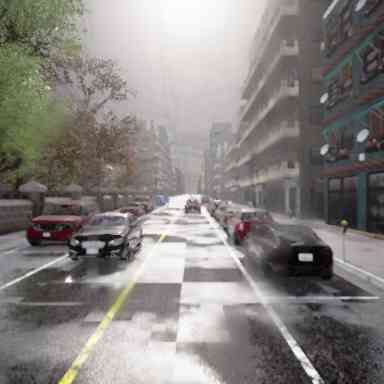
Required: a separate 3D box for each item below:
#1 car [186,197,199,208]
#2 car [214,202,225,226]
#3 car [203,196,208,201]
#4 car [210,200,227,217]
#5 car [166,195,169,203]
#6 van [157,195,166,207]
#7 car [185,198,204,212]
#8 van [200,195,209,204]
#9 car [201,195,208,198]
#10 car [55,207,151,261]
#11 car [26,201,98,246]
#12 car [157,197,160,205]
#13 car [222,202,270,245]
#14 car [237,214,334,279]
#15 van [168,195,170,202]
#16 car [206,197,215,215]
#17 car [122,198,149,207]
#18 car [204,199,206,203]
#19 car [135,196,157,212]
[{"bbox_3d":[0.088,1.615,51.645,1.882,1.535,5.008,0,0,0],"label":"car"},{"bbox_3d":[2.700,1.600,21.025,1.887,1.381,4.507,1,0,0],"label":"car"},{"bbox_3d":[2.695,1.640,43.290,1.752,1.417,4.829,1,0,0],"label":"car"},{"bbox_3d":[2.699,1.596,26.720,1.752,1.417,4.829,1,0,0],"label":"car"},{"bbox_3d":[-5.672,1.725,59.689,1.947,1.339,4.313,1,0,0],"label":"car"},{"bbox_3d":[-5.692,1.485,54.166,1.690,1.788,3.998,1,0,0],"label":"van"},{"bbox_3d":[0.091,1.705,39.320,1.895,1.301,4.718,0,0,0],"label":"car"},{"bbox_3d":[2.661,1.530,70.737,1.690,1.788,3.998,1,0,0],"label":"van"},{"bbox_3d":[2.662,1.614,65.213,1.967,1.590,4.097,1,0,0],"label":"car"},{"bbox_3d":[-3.003,1.530,12.475,2.128,1.511,4.902,0,0,0],"label":"car"},{"bbox_3d":[-5.675,1.356,15.503,2.192,1.841,5.009,1,0,0],"label":"car"},{"bbox_3d":[-5.685,1.659,43.119,1.887,1.381,4.507,1,0,0],"label":"car"},{"bbox_3d":[2.703,1.481,15.503,1.967,1.590,4.097,1,0,0],"label":"car"},{"bbox_3d":[2.701,1.592,9.980,1.947,1.339,4.313,1,0,0],"label":"car"},{"bbox_3d":[-5.653,1.530,70.737,1.690,1.788,3.998,1,0,0],"label":"van"},{"bbox_3d":[2.699,1.525,32.074,1.967,1.590,4.097,1,0,0],"label":"car"},{"bbox_3d":[-5.682,1.629,32.072,1.887,1.381,4.507,1,0,0],"label":"car"},{"bbox_3d":[2.696,1.681,37.596,1.802,1.307,4.206,1,0,0],"label":"car"},{"bbox_3d":[-5.680,1.414,37.595,2.192,1.841,5.009,1,0,0],"label":"car"}]
